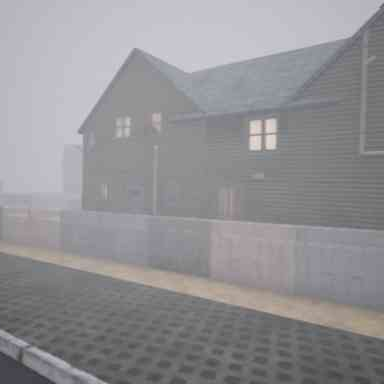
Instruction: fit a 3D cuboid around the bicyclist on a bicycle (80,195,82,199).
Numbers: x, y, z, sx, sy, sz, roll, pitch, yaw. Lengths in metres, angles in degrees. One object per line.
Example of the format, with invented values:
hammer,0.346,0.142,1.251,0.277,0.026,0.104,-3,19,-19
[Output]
bicyclist on a bicycle,-9.302,1.082,28.265,0.582,1.620,1.656,0,1,-25
